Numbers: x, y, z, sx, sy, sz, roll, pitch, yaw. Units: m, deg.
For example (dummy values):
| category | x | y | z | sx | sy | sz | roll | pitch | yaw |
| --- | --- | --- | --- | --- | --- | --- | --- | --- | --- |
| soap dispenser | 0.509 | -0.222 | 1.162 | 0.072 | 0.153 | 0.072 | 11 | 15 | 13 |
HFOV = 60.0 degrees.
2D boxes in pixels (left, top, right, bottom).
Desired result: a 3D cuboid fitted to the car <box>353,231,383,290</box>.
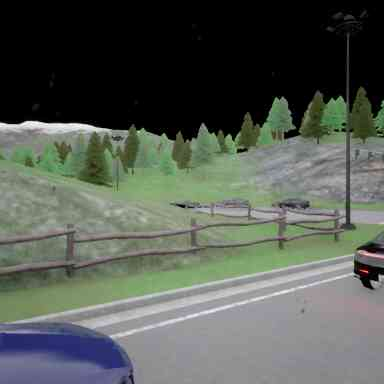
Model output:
| category | x | y | z | sx | sy | sz | roll | pitch | yaw |
| --- | --- | --- | --- | --- | --- | --- | --- | --- | --- |
| car | 5.772 | 1.491 | 7.865 | 4.902 | 1.511 | 2.128 | 0 | 0 | -35 |

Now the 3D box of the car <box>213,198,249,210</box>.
| category | x | y | z | sx | sy | sz | roll | pitch | yaw |
| --- | --- | --- | --- | --- | --- | --- | --- | --- | --- |
| car | 5.056 | 1.491 | 43.383 | 4.902 | 1.511 | 2.128 | 0 | 0 | 32 |

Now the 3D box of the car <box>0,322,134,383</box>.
| category | x | y | z | sx | sy | sz | roll | pitch | yaw |
| --- | --- | --- | --- | --- | --- | --- | --- | --- | --- |
| car | -2.594 | 1.526 | 1.932 | 4.674 | 1.442 | 1.812 | 0 | 0 | -35 |

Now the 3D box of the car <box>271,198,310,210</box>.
| category | x | y | z | sx | sy | sz | roll | pitch | yaw |
| --- | --- | --- | --- | --- | --- | --- | --- | --- | --- |
| car | 12.561 | 1.504 | 42.555 | 4.892 | 1.490 | 1.837 | 0 | 0 | 36 |

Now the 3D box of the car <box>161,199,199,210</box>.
| category | x | y | z | sx | sy | sz | roll | pitch | yaw |
| --- | --- | --- | --- | --- | --- | --- | --- | --- | --- |
| car | -1.565 | 1.601 | 42.736 | 4.718 | 1.301 | 1.895 | 0 | 0 | 25 |
